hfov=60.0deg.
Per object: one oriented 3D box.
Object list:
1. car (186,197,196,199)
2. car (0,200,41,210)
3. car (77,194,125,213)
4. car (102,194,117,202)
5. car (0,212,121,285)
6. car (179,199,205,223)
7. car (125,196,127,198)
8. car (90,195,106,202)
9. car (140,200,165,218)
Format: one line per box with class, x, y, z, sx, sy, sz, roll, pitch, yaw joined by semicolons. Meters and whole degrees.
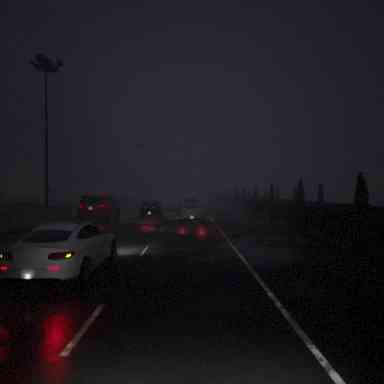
car;-0.112;1.460;42.219;1.837;1.490;4.892;0;0;0
car;-14.232;1.463;27.346;1.882;1.535;5.008;0;0;0
car;-7.026;1.202;25.628;2.150;2.045;5.566;0;0;0
car;-17.868;1.298;72.100;2.097;1.767;4.553;0;0;0
car;-3.454;1.519;9.312;1.812;1.442;4.674;0;0;0
car;-0.018;1.500;25.118;1.812;1.442;4.674;0;0;0
car;-14.344;1.444;67.634;1.837;1.490;4.892;0;0;0
car;-21.388;1.460;75.937;2.128;1.511;4.902;0;0;0
car;-3.549;1.477;29.983;1.837;1.490;4.892;0;0;0
